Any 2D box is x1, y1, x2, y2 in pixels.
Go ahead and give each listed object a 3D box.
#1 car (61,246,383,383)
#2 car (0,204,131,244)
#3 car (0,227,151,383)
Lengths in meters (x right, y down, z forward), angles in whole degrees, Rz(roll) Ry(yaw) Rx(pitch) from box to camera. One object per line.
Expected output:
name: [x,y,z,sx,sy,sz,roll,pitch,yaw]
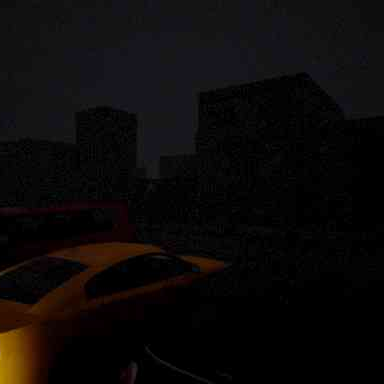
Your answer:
car: [1.380,1.356,3.373,2.185,1.767,4.553,-1,0,35]
car: [-3.521,1.306,6.755,2.435,2.045,5.566,-1,-1,35]
car: [-1.103,1.520,5.117,2.097,1.535,5.008,-1,0,35]
